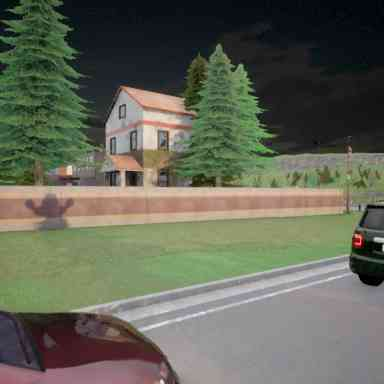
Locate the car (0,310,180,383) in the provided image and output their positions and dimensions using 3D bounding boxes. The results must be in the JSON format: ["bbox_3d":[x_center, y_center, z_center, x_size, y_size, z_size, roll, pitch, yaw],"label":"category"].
[{"bbox_3d":[-2.115,1.564,2.355,4.181,1.385,1.994,0,0,-34],"label":"car"}]

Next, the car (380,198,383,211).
[{"bbox_3d":[25.257,1.491,39.238,2.128,1.511,4.902,0,0,-37],"label":"car"}]

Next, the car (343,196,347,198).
[{"bbox_3d":[23.527,1.601,53.418,1.895,1.301,4.718,0,0,-36],"label":"car"}]

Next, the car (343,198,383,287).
[{"bbox_3d":[6.113,1.221,8.137,5.566,2.045,2.150,0,0,-35],"label":"car"}]

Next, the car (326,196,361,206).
[{"bbox_3d":[25.642,1.492,56.478,2.128,1.511,4.902,0,0,-36],"label":"car"}]
